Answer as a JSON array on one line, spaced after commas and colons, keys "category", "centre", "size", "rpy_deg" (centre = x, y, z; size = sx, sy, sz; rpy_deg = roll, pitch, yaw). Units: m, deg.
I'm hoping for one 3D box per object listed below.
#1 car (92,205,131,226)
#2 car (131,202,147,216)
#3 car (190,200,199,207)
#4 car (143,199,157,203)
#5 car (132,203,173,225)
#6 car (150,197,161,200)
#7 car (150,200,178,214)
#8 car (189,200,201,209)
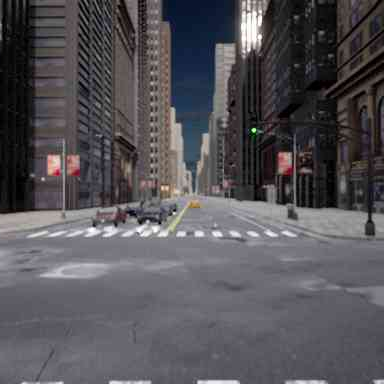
[{"category": "car", "centre": [-6.411, 1.846, 26.223], "size": [1.812, 1.442, 4.674], "rpy_deg": [0, -1, 0]}, {"category": "car", "centre": [-6.354, 2.027, 35.329], "size": [1.895, 1.301, 4.718], "rpy_deg": [0, -1, 0]}, {"category": "car", "centre": [0.550, 2.374, 68.220], "size": [1.895, 1.301, 4.718], "rpy_deg": [0, -1, 0]}, {"category": "car", "centre": [-6.287, 2.048, 45.569], "size": [1.837, 1.490, 4.892], "rpy_deg": [0, -1, 0]}, {"category": "car", "centre": [-3.128, 1.881, 27.630], "size": [2.033, 1.411, 5.357], "rpy_deg": [0, -1, 4]}, {"category": "car", "centre": [-6.182, 1.878, 56.021], "size": [2.150, 2.045, 5.566], "rpy_deg": [0, -1, 1]}, {"category": "car", "centre": [-3.087, 1.937, 37.370], "size": [2.128, 1.511, 4.902], "rpy_deg": [0, -1, 0]}, {"category": "car", "centre": [0.483, 2.146, 57.836], "size": [1.882, 1.535, 5.008], "rpy_deg": [0, -1, 0]}]
